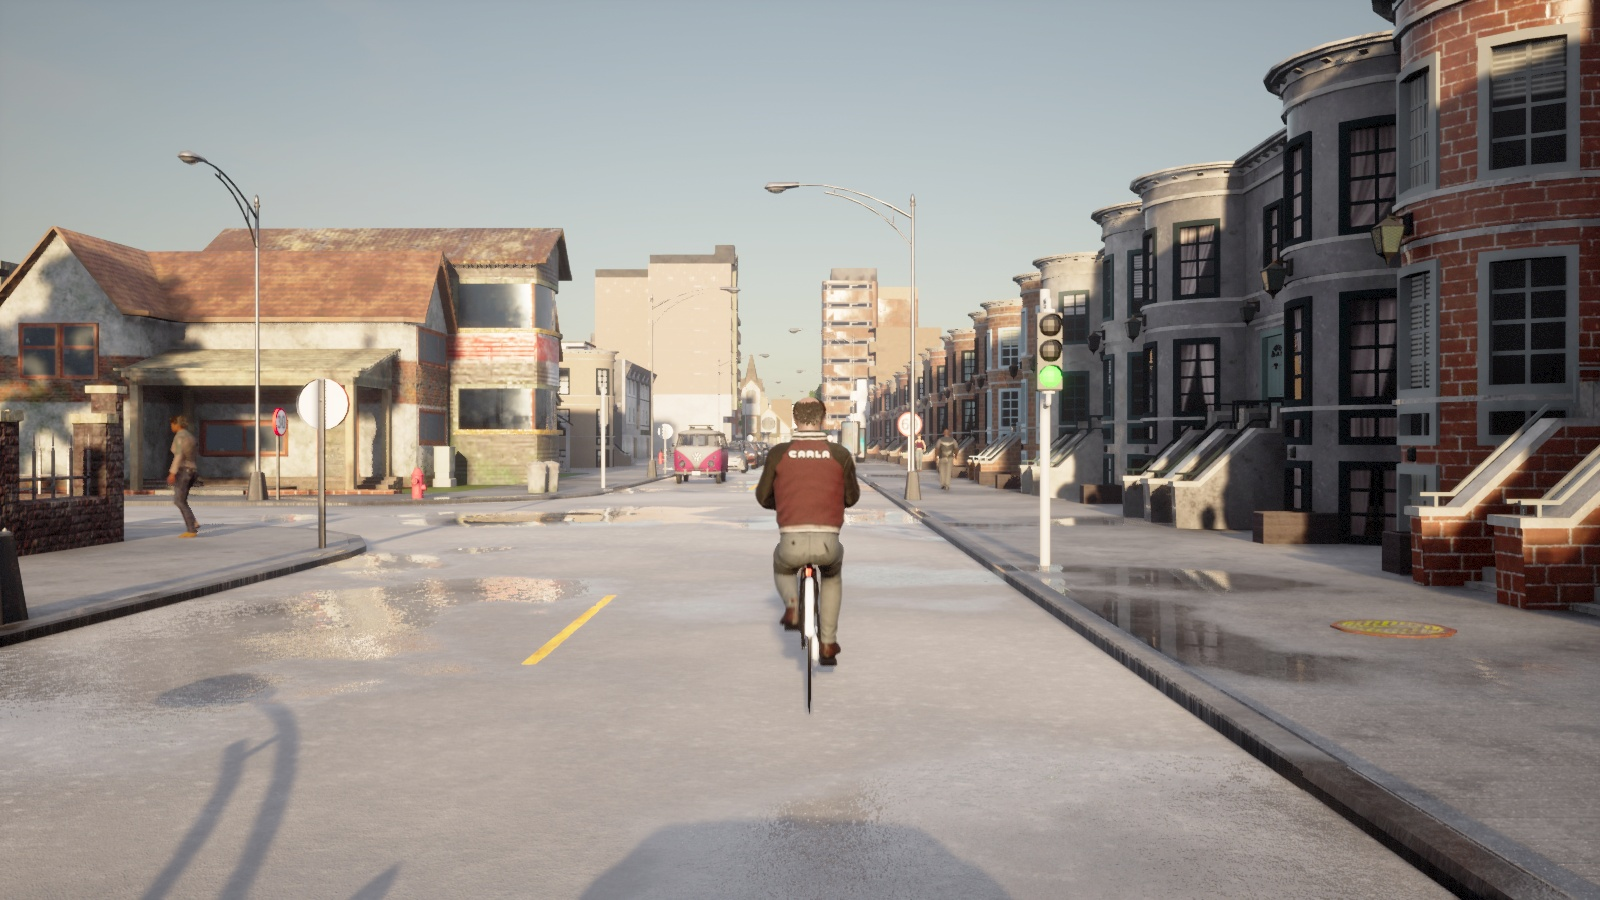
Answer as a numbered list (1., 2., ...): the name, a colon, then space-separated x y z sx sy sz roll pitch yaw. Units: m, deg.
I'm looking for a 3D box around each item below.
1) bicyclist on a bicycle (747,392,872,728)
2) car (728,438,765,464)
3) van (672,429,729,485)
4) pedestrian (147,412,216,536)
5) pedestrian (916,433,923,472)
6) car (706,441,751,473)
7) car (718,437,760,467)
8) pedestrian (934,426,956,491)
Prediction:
1. bicyclist on a bicycle: 0.056 0.575 7.543 0.659 1.776 1.843 0 0 0
2. car: -3.447 0.057 82.408 2.152 1.651 5.027 0 0 1
3. van: -3.688 0.230 47.166 1.775 1.987 4.442 0 0 1
4. pedestrian: -9.064 0.345 18.407 0.869 1.805 0.328 0 0 5
5. pedestrian: 5.652 0.125 59.454 0.345 1.836 0.594 0 0 6
6. car: -3.579 0.332 63.494 2.007 1.525 4.514 0 0 0
7. car: -3.515 0.111 72.805 2.152 1.651 5.027 0 0 0
8. pedestrian: 4.273 0.251 36.973 0.563 1.883 0.849 0 0 1
